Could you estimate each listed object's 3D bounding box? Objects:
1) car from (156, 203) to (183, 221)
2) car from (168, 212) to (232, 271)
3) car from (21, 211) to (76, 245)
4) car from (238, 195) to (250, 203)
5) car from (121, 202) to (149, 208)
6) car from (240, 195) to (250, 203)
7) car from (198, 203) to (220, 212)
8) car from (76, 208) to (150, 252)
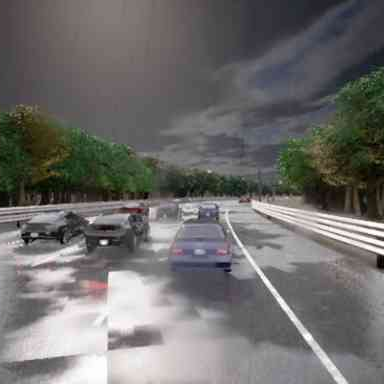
[{"bbox_3d":[-2.004,1.726,29.915,1.837,1.490,4.892,0,0,5],"label":"car"},{"bbox_3d":[0.321,1.626,11.170,2.033,1.411,5.357,0,0,3],"label":"car"},{"bbox_3d":[-6.423,1.639,16.159,1.812,1.442,4.674,0,0,3],"label":"car"},{"bbox_3d":[12.404,2.095,81.140,1.895,1.301,4.718,0,-1,14],"label":"car"},{"bbox_3d":[-5.363,1.712,31.671,1.882,1.535,5.008,0,-1,5],"label":"car"},{"bbox_3d":[14.193,1.866,88.171,2.150,2.045,5.566,0,-1,14],"label":"car"},{"bbox_3d":[1.569,1.750,30.588,1.812,1.442,4.674,0,0,5],"label":"car"},{"bbox_3d":[-3.019,1.602,14.303,1.837,1.490,4.892,0,-1,3],"label":"car"}]
